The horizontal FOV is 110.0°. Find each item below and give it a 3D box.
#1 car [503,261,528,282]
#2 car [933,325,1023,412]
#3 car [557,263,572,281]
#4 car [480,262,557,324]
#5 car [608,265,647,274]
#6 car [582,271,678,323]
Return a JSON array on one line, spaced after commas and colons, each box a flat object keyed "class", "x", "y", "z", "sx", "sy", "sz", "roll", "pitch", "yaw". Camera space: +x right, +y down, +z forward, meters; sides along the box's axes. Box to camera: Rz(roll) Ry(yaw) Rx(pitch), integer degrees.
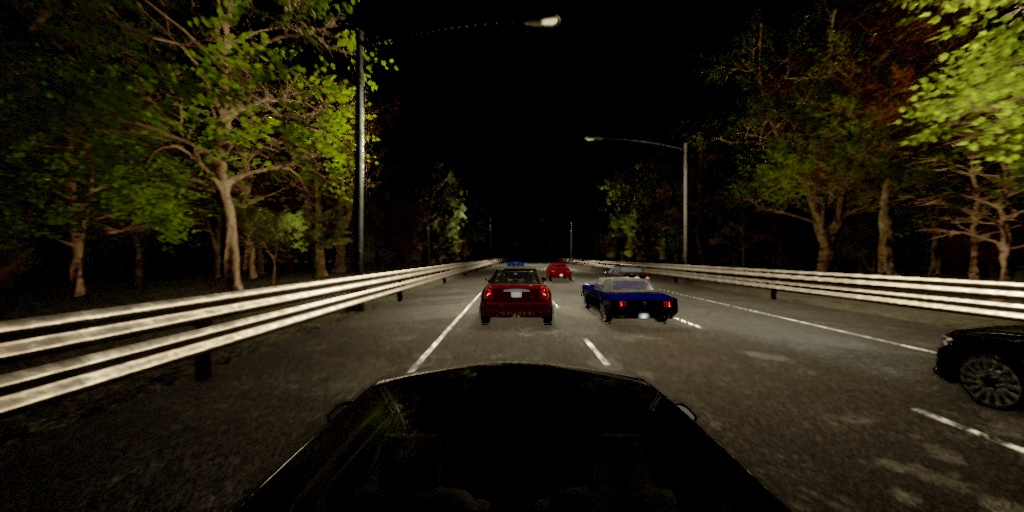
[{"class": "car", "x": 0.308, "y": 1.234, "z": 30.164, "sx": 1.882, "sy": 1.535, "sz": 5.008, "roll": 0, "pitch": 0, "yaw": 1}, {"class": "car", "x": 7.107, "y": 1.244, "z": 3.188, "sx": 2.128, "sy": 1.511, "sz": 4.902, "roll": 0, "pitch": 0, "yaw": 0}, {"class": "car", "x": 3.796, "y": 1.283, "z": 29.690, "sx": 1.812, "sy": 1.442, "sz": 4.674, "roll": 0, "pitch": 0, "yaw": 1}, {"class": "car", "x": 0.135, "y": 1.105, "z": 12.150, "sx": 2.097, "sy": 1.767, "sz": 4.553, "roll": 0, "pitch": 0, "yaw": 0}, {"class": "car", "x": 7.214, "y": 1.305, "z": 23.095, "sx": 2.033, "sy": 1.411, "sz": 5.357, "roll": 0, "pitch": 0, "yaw": 1}, {"class": "car", "x": 3.632, "y": 1.355, "z": 12.054, "sx": 1.895, "sy": 1.301, "sz": 4.718, "roll": 0, "pitch": 0, "yaw": 0}]
